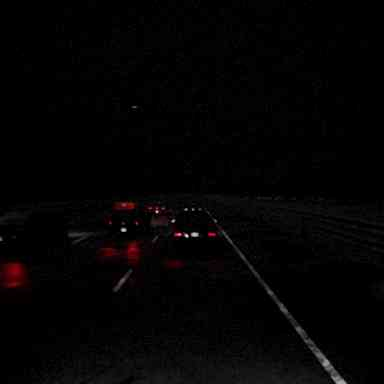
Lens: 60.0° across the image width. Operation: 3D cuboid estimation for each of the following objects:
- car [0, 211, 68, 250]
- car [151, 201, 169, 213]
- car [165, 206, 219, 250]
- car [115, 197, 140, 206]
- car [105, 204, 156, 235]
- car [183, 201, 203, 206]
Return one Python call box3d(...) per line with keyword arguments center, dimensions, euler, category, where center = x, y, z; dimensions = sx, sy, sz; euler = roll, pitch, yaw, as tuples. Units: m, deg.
box3d(center=(-6.902, 1.519, 14.220), dimensions=(1.812, 1.442, 4.674), euler=(0, 0, 0), category="car")
box3d(center=(-3.405, 1.603, 34.516), dimensions=(1.895, 1.301, 4.718), euler=(0, 0, 0), category="car")
box3d(center=(0.099, 1.542, 14.132), dimensions=(2.033, 1.411, 5.357), euler=(0, 0, 0), category="car")
box3d(center=(-6.902, 1.353, 35.870), dimensions=(2.097, 1.767, 4.553), euler=(0, 0, 0), category="car")
box3d(center=(-3.400, 1.594, 18.799), dimensions=(1.895, 1.301, 4.718), euler=(0, 0, 0), category="car")
box3d(center=(0.100, 1.546, 31.080), dimensions=(2.033, 1.411, 5.357), euler=(0, 0, 0), category="car")
